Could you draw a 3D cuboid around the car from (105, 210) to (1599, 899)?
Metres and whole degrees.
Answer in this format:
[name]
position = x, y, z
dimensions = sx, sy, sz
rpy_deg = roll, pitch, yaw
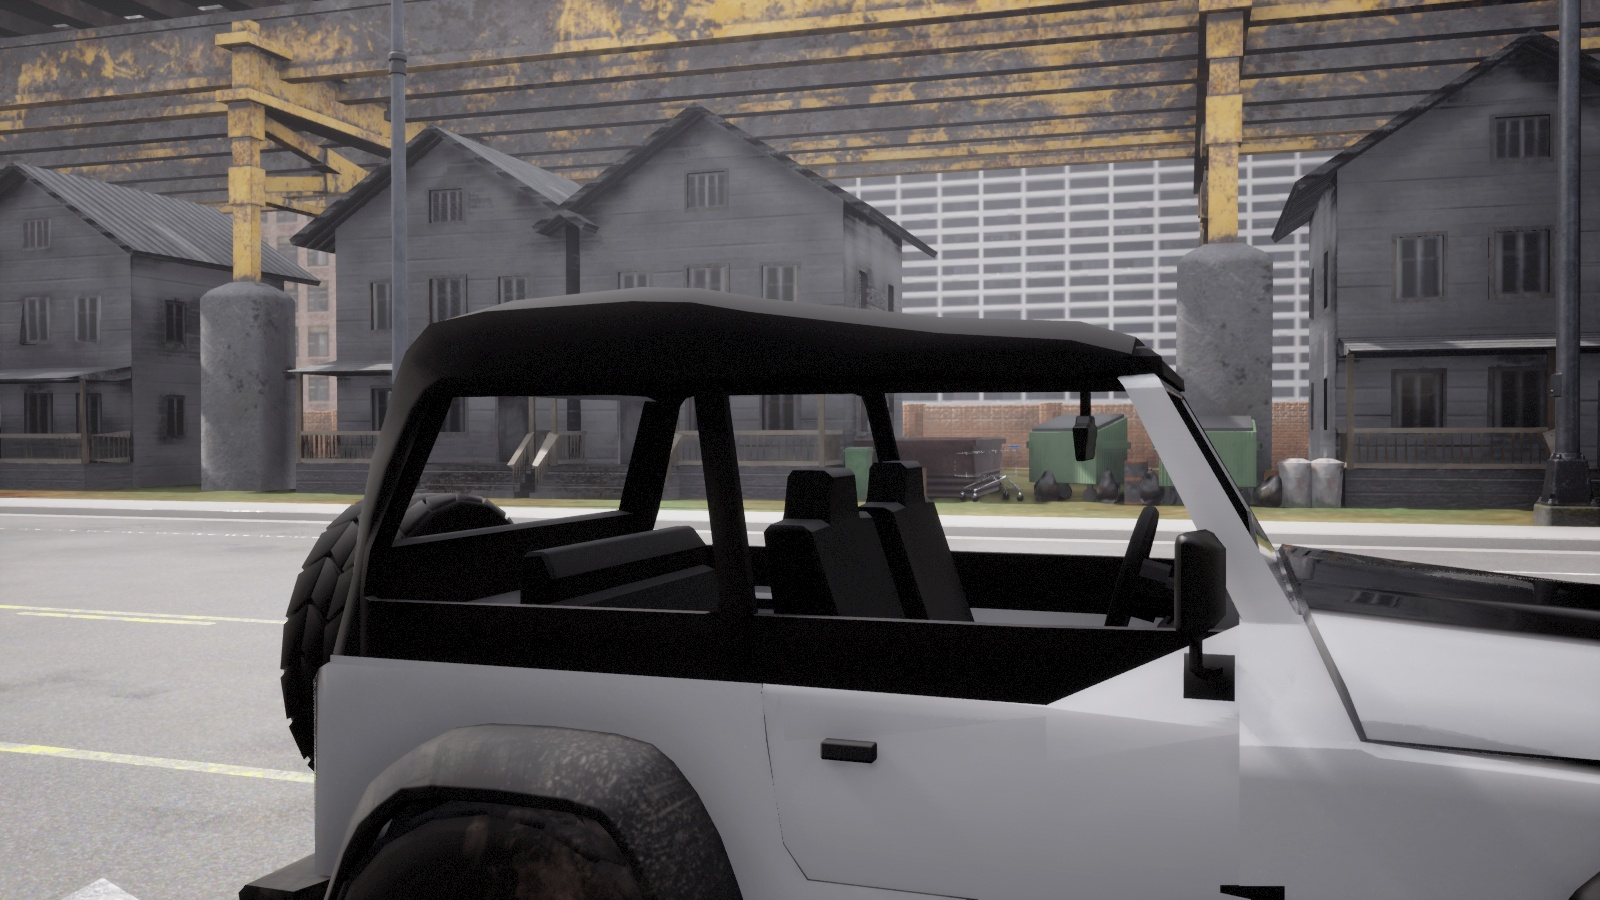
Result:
[car]
position = 0.641, 0.577, 2.981
dimensions = 3.866, 1.878, 1.905
rpy_deg = 1, 1, 19
